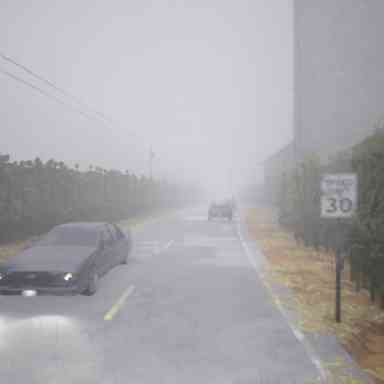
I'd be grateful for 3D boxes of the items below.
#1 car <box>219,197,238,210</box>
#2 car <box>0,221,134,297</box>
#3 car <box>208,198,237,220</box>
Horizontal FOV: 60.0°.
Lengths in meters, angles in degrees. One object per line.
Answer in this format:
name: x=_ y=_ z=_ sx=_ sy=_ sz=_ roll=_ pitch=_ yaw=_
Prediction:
car: x=4.704 y=1.438 z=42.110 sx=2.128 sy=1.511 sz=4.902 roll=0 pitch=0 yaw=9
car: x=-2.942 y=1.532 z=8.960 sx=2.033 sy=1.411 sz=5.357 roll=0 pitch=0 yaw=3
car: x=2.401 y=1.457 z=27.291 sx=2.128 sy=1.511 sz=4.902 roll=0 pitch=0 yaw=9
